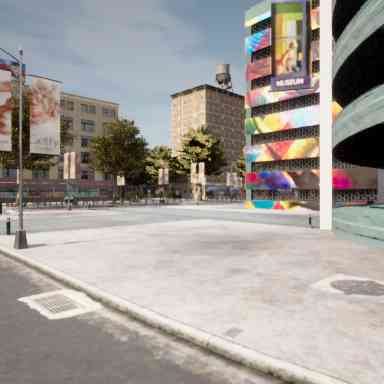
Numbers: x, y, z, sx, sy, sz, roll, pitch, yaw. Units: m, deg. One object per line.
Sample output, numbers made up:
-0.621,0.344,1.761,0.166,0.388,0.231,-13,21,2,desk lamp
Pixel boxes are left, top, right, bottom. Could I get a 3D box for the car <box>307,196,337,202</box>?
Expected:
14.988,1.320,39.729,4.674,1.452,2.002,0,0,-44,car
